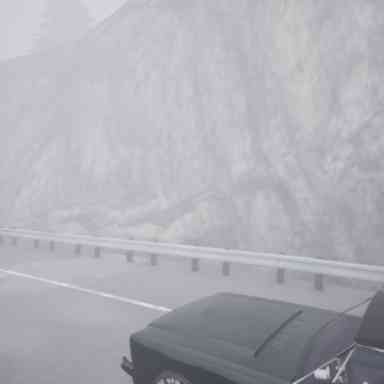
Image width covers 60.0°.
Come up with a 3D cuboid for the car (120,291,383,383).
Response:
[{"bbox_3d":[1.622,1.593,2.749,4.718,1.301,1.895,0,0,35],"label":"car"}]
